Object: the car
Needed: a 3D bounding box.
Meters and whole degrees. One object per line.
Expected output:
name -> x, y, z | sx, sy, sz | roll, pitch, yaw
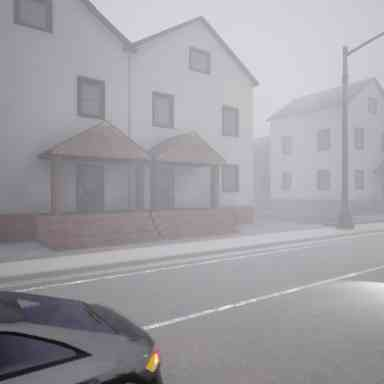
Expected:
car -> -2.259, 1.563, 2.412 | 4.181, 1.385, 1.994 | 0, 0, -35
